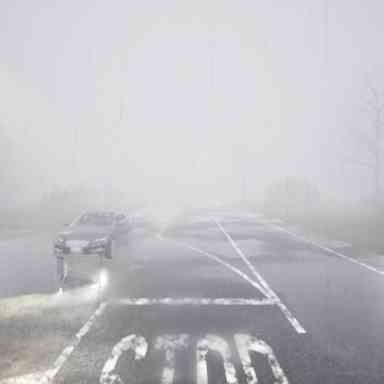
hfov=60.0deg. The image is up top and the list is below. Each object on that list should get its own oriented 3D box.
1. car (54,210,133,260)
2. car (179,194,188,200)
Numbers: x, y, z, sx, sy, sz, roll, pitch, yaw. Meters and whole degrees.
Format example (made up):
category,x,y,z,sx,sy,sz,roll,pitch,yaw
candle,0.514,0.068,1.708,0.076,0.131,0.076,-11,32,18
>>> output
category,x,y,z,sx,sy,sz,roll,pitch,yaw
car,-3.472,1.461,12.470,2.128,1.511,4.902,0,0,0
car,-2.328,1.269,88.847,1.882,1.535,5.008,0,0,7
